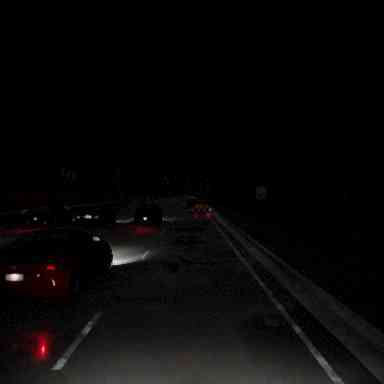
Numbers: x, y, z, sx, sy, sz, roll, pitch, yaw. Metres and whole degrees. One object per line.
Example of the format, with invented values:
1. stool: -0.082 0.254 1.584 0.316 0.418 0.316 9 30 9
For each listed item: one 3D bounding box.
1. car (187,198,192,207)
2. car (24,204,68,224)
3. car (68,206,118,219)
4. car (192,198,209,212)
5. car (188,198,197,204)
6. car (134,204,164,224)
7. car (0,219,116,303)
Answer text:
1. car: 0.010 1.913 60.246 2.128 1.511 4.902 0 0 0
2. car: -10.397 1.650 24.533 1.882 1.535 5.008 0 0 0
3. car: -6.896 1.719 24.411 2.033 1.411 5.357 0 0 0
4. car: 1.231 1.760 43.511 1.801 1.575 5.366 0 0 0
5. car: 0.012 2.004 75.929 1.994 1.385 4.181 0 0 0
6. car: -3.398 1.691 26.548 1.837 1.490 4.892 0 0 0
7. car: -3.398 1.624 8.397 1.994 1.385 4.181 0 0 0
